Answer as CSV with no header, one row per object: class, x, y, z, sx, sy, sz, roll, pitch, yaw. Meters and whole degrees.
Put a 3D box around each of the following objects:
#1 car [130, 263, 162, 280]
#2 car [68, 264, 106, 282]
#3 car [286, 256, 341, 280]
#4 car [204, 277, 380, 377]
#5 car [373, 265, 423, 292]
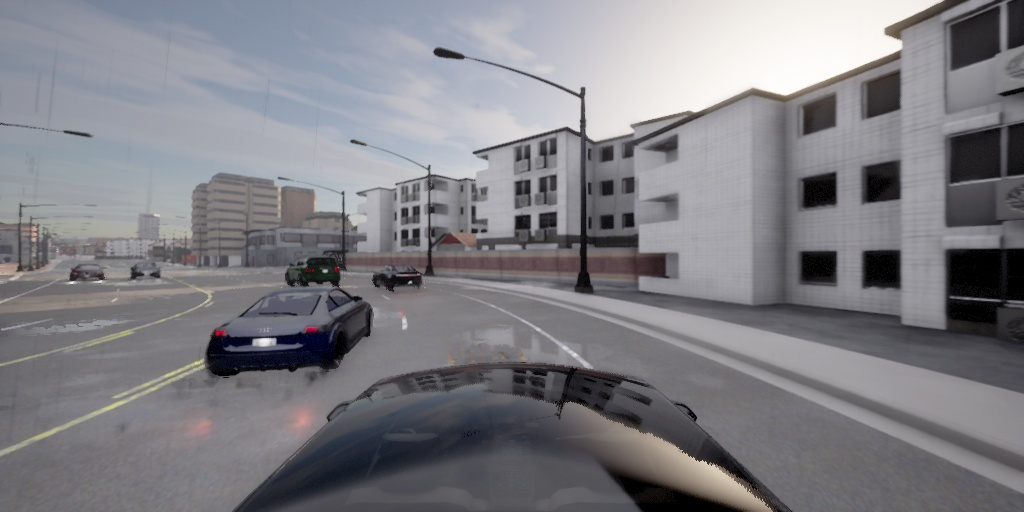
car,-34.209,1.376,33.495,4.902,1.511,2.128,0,0,42
car,-37.142,1.417,31.433,4.674,1.442,1.812,-1,0,42
car,-13.276,1.032,23.846,2.150,2.045,5.566,0,0,-44
car,-4.276,1.332,7.594,1.994,1.385,4.181,0,0,-11
car,-7.120,1.281,22.040,2.128,1.511,4.902,0,0,-35
